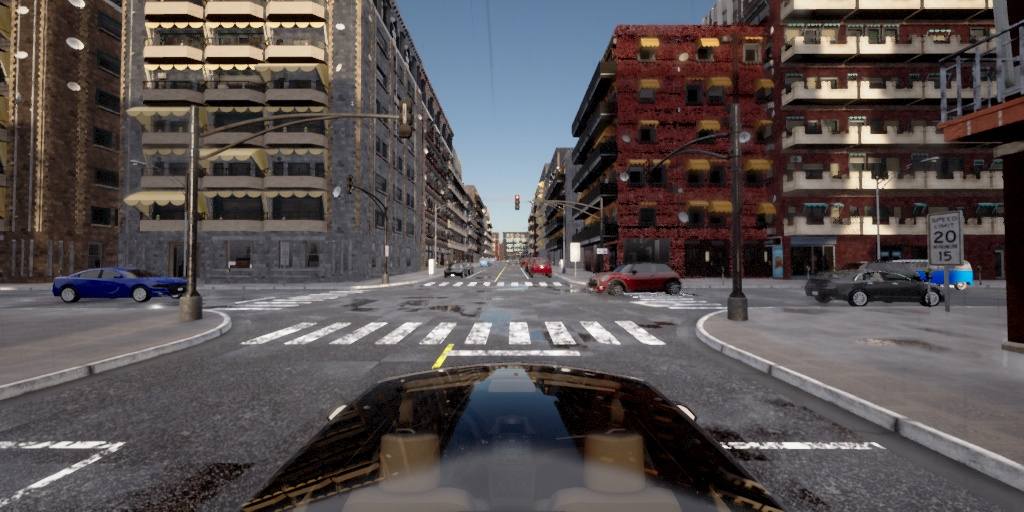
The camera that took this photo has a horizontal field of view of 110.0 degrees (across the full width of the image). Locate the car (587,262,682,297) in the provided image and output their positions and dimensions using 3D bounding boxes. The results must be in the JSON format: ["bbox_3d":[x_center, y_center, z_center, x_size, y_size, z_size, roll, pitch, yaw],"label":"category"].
[{"bbox_3d":[6.215,1.104,18.459,4.553,1.767,2.097,0,-1,-10],"label":"car"}]

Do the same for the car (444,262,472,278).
[{"bbox_3d":[-5.255,1.324,33.966,1.948,1.339,4.313,0,0,0],"label":"car"}]

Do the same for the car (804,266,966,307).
[{"bbox_3d":[13.767,1.184,13.683,4.403,1.370,2.007,0,0,0],"label":"car"}]

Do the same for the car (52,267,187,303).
[{"bbox_3d":[-17.587,1.253,16.304,5.008,1.535,1.882,0,-1,0],"label":"car"}]

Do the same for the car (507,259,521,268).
[{"bbox_3d":[0.214,1.306,63.522,2.128,1.511,4.902,0,0,0],"label":"car"}]

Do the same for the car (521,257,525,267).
[{"bbox_3d":[2.647,1.081,45.120,2.192,1.841,5.009,0,0,0],"label":"car"}]

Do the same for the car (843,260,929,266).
[{"bbox_3d":[18.637,1.088,19.095,4.553,1.767,2.097,0,-1,0],"label":"car"}]

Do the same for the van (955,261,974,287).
[{"bbox_3d":[24.939,1.113,21.514,3.998,1.789,1.690,0,0,0],"label":"van"}]

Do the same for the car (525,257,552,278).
[{"bbox_3d":[2.626,1.073,33.997,2.192,1.841,5.009,0,0,0],"label":"car"}]

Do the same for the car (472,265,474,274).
[{"bbox_3d":[-5.245,1.326,39.528,1.948,1.339,4.313,0,0,0],"label":"car"}]
